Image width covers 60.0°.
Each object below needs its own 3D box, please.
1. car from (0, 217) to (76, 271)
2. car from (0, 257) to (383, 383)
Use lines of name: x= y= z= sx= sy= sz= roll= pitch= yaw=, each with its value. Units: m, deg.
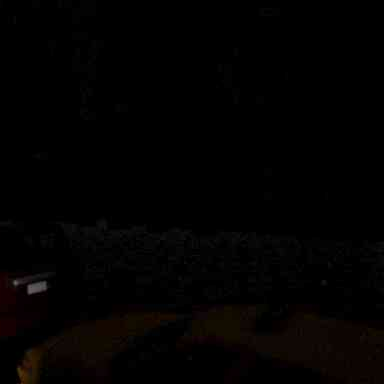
car: x=-4.002 y=1.377 z=5.817 sx=5.009 sy=1.841 sz=2.192 roll=-1 pitch=0 yaw=36
car: x=0.421 y=1.536 z=2.661 sx=4.829 sy=1.417 sz=1.752 roll=-1 pitch=0 yaw=36
